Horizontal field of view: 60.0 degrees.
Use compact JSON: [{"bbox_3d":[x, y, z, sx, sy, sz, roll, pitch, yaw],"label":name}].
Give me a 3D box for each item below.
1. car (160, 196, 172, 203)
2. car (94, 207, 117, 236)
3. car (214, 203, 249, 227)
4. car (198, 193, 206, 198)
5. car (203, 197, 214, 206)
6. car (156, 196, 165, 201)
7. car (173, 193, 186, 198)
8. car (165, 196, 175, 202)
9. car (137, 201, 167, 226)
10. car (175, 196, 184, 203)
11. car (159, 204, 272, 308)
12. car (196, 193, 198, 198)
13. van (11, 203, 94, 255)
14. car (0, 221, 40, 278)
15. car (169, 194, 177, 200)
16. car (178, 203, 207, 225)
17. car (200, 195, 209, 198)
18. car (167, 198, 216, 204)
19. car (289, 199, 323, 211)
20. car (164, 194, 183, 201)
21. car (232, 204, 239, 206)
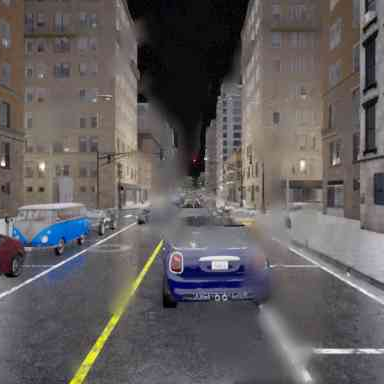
[{"bbox_3d":[-5.243,1.561,67.679,1.947,1.339,4.313,0,0,0],"label":"car"},{"bbox_3d":[-5.352,1.550,18.354,2.008,1.369,4.403,0,0,0],"label":"car"},{"bbox_3d":[2.689,1.550,23.744,2.008,1.369,4.403,0,0,0],"label":"car"},{"bbox_3d":[2.794,1.434,73.346,1.967,1.590,4.097,0,0,0],"label":"car"},{"bbox_3d":[2.758,1.580,56.301,1.802,1.307,4.206,0,0,0],"label":"car"},{"bbox_3d":[-5.268,1.523,56.147,1.752,1.417,4.829,0,0,0],"label":"car"},{"bbox_3d":[-2.692,1.218,60.483,2.150,2.045,5.566,0,0,1],"label":"car"},{"bbox_3d":[-5.218,1.543,79.042,2.008,1.369,4.403,0,0,0],"label":"car"},{"bbox_3d":[-2.442,1.563,23.021,1.994,1.385,4.181,0,0,4],"label":"car"},{"bbox_3d":[-2.599,1.519,70.589,1.812,1.442,4.674,0,0,0],"label":"car"},{"bbox_3d":[0.321,1.352,8.158,2.097,1.767,4.553,0,0,-5],"label":"car"},{"bbox_3d":[2.819,1.306,84.710,2.192,1.841,5.009,0,0,0],"label":"car"},{"bbox_3d":[-5.365,1.340,12.948,1.690,1.788,3.998,0,0,0],"label":"van"},{"bbox_3d":[-5.378,1.581,7.541,1.802,1.307,4.206,0,0,0],"label":"car"},{"bbox_3d":[-5.194,1.429,90.404,1.967,1.590,4.097,0,0,0],"label":"car"},{"bbox_3d":[0.071,1.563,25.086,1.994,1.385,4.181,0,0,0],"label":"car"},{"bbox_3d":[2.745,1.549,50.620,2.008,1.369,4.403,0,0,0],"label":"car"},{"bbox_3d":[0.110,1.351,15.425,2.097,1.767,4.553,0,0,0],"label":"car"},{"bbox_3d":[13.673,1.515,38.359,4.718,1.301,1.895,0,0,0],"label":"car"},{"bbox_3d":[-2.734,1.476,50.495,1.882,1.535,5.008,0,0,0],"label":"car"},{"bbox_3d":[2.683,1.525,18.507,1.752,1.417,4.829,0,0,0],"label":"car"}]
